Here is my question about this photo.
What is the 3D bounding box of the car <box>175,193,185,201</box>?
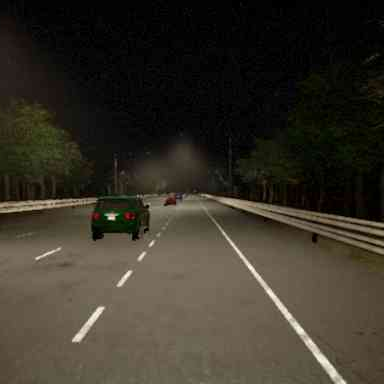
[{"bbox_3d":[-3.507,1.295,85.936,2.150,2.045,5.566,0,0,0],"label":"car"}]

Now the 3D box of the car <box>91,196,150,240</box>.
[{"bbox_3d":[-3.502,1.231,17.135,2.150,2.045,5.566,0,0,0],"label":"car"}]

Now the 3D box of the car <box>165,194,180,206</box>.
[{"bbox_3d":[-3.507,1.589,56.225,1.812,1.442,4.674,0,0,0],"label":"car"}]
